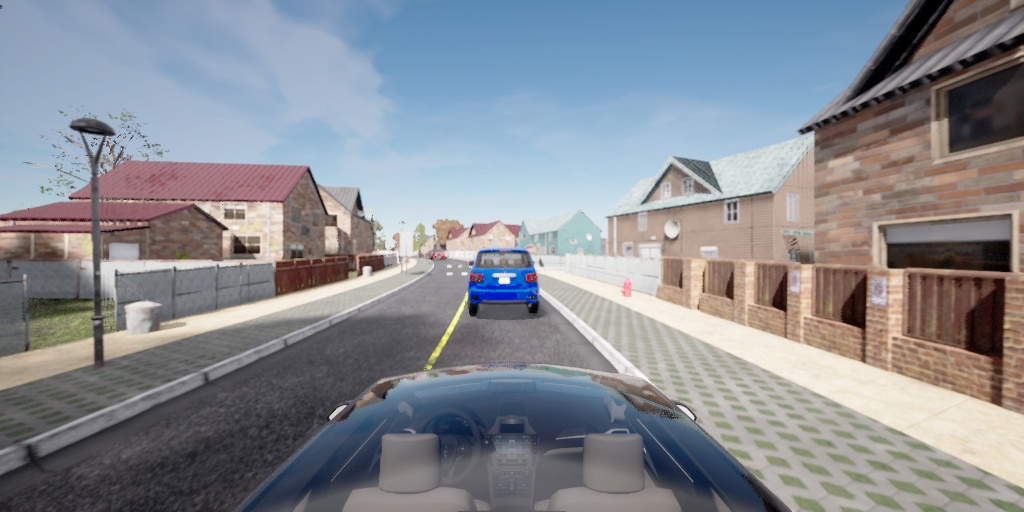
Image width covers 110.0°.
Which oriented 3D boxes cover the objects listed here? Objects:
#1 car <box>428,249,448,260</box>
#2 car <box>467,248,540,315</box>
[{"bbox_3d":[-13.122,-0.296,63.315,2.150,2.045,5.566,0,1,-18],"label":"car"},{"bbox_3d":[-0.341,0.743,12.585,2.150,2.045,5.566,0,1,-3],"label":"car"}]
